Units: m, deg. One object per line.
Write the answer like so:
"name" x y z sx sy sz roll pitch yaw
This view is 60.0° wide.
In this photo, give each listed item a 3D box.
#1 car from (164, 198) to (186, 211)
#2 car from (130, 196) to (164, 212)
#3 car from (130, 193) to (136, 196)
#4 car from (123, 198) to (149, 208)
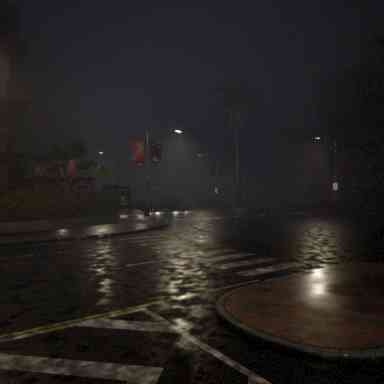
"car" -2.550 1.525 40.691 1.812 1.442 4.674 0 0 -35
"car" -5.846 1.547 39.287 2.033 1.411 5.357 0 0 -35
"car" -13.507 1.218 68.396 2.150 2.045 5.566 0 0 -39
"car" -8.320 1.600 48.904 1.895 1.301 4.718 0 0 -35
